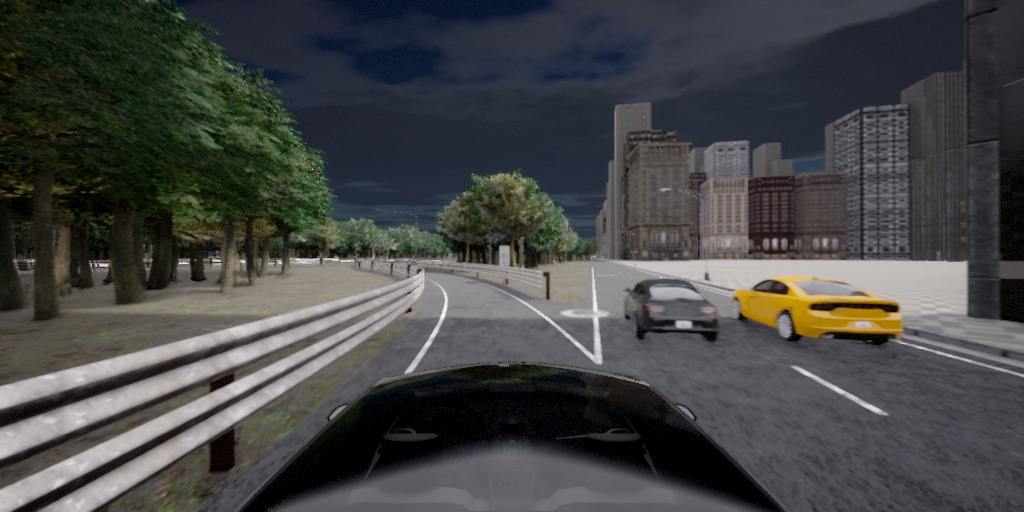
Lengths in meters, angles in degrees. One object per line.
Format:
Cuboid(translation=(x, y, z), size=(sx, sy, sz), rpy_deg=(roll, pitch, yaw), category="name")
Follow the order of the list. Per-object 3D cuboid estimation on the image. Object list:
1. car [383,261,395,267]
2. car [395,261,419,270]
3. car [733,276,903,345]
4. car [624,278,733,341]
Cuboid(translation=(-19.690, 1.422, 58.390), size=(1.994, 1.385, 4.181), rpy_deg=(0, 0, -26), category="car")
Cuboid(translation=(-14.287, 1.425, 49.647), size=(1.837, 1.490, 4.892), rpy_deg=(0, 0, -33), category="car")
Cuboid(translation=(7.788, 1.285, 9.824), size=(1.882, 1.535, 5.008), rpy_deg=(0, 0, 13), category="car")
Cuboid(translation=(4.257, 1.349, 10.103), size=(1.812, 1.442, 4.674), rpy_deg=(-1, -1, 13), category="car")
